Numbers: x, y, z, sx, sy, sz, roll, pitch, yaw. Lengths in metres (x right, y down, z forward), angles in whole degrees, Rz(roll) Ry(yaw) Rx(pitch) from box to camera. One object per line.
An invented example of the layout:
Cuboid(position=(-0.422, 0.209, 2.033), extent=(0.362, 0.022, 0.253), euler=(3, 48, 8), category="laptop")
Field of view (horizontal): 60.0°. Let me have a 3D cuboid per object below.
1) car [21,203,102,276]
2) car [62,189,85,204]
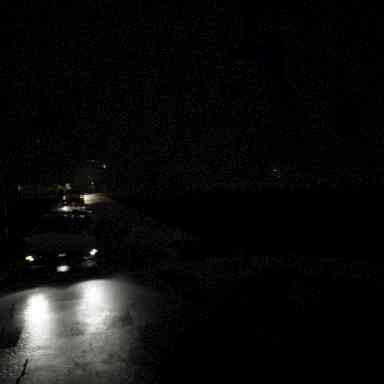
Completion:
Cuboid(position=(-3.854, 1.315, 10.173), extent=(2.033, 1.411, 5.357), euler=(-3, 2, -19), category="car")
Cuboid(position=(-12.460, 0.481, 35.020), extent=(2.097, 1.767, 4.553), euler=(-3, 2, -19), category="car")
